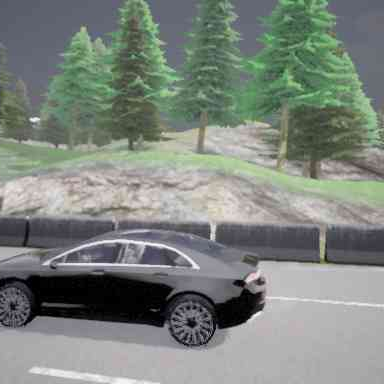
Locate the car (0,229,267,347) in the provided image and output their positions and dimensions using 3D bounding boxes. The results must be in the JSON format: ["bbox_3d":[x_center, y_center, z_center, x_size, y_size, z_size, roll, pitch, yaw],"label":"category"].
[{"bbox_3d":[-1.192,1.421,5.819,4.902,1.511,2.128,1,1,11],"label":"car"}]
